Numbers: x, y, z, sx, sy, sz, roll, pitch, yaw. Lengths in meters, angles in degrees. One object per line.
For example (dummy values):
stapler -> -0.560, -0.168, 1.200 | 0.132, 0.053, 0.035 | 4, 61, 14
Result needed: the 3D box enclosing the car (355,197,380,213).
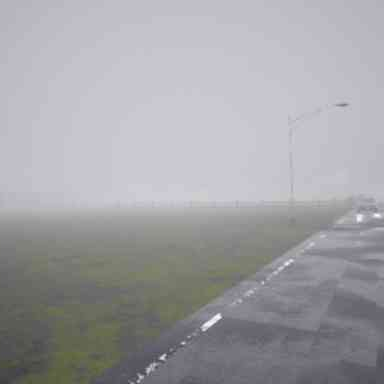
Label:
car -> 17.739, 1.310, 33.581 | 1.837, 1.490, 4.892 | -2, -1, 30
